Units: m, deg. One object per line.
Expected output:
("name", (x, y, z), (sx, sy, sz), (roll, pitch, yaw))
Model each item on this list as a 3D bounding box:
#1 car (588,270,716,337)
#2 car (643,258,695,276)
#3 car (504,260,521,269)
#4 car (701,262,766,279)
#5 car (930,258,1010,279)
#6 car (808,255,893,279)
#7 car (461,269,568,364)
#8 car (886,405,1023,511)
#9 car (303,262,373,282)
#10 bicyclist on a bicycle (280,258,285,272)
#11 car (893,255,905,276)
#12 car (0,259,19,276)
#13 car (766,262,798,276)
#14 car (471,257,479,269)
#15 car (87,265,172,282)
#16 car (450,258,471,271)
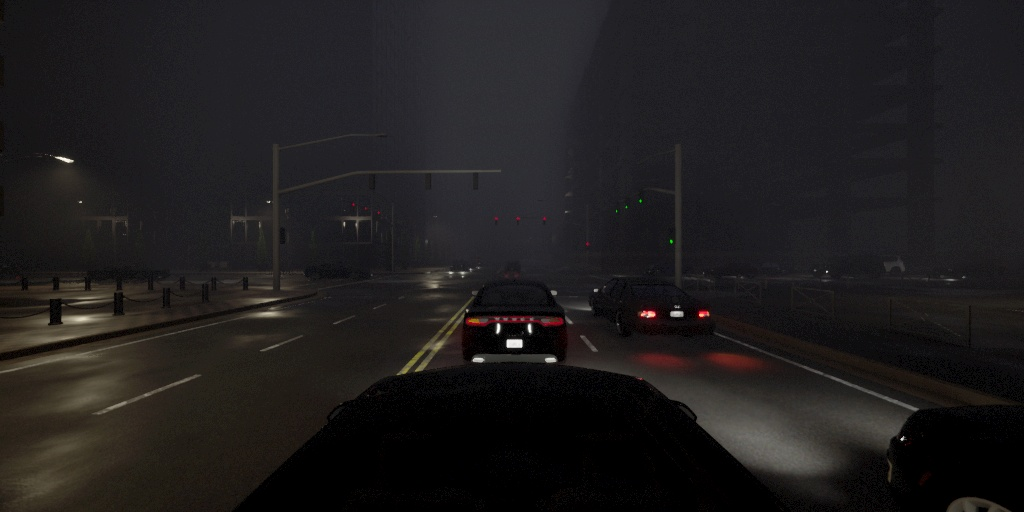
("car", (3.573, 1.299, 10.241), (2.033, 1.411, 5.357), (0, 0, 0))
("car", (15.237, 1.051, 35.022), (4.553, 1.767, 2.097), (0, 0, 0))
("car", (0.082, 1.247, 44.039), (2.128, 1.511, 4.902), (0, 0, 1))
("car", (19.161, 1.224, 31.493), (4.674, 1.442, 1.812), (0, 0, 0))
("car", (39.918, 1.176, 31.561), (5.008, 1.535, 1.882), (0, 0, 0))
("car", (29.426, 0.920, 31.546), (5.566, 2.045, 2.150), (0, 0, 0))
("car", (0.056, 1.228, 8.118), (1.882, 1.535, 5.008), (0, 0, 0))
("car", (3.600, 1.255, 0.504), (1.837, 1.490, 4.892), (0, 0, 0))
("car", (-13.353, 1.196, 27.685), (4.902, 1.511, 2.128), (0, 0, -4))
("bicyclist on a bicycle", (-25.400, 1.000, 39.334), (0.582, 1.620, 1.656), (0, 0, 0))
("car", (34.896, 0.920, 35.060), (5.566, 2.045, 2.150), (0, 0, 0))
("car", (-51.170, 1.051, 34.787), (4.553, 1.767, 2.097), (0, 0, 1))
("car", (24.705, 1.246, 35.033), (5.357, 1.411, 2.033), (0, 0, 0))
("car", (-7.069, 1.305, 59.020), (2.033, 1.411, 5.357), (0, 0, 0))
("car", (-29.089, 1.298, 27.386), (4.718, 1.301, 1.895), (0, 0, 0))
("car", (-7.084, 1.234, 48.508), (1.882, 1.535, 5.008), (0, 0, 0))
